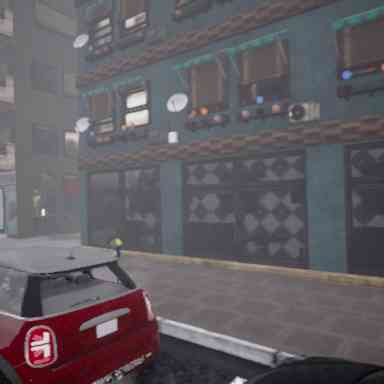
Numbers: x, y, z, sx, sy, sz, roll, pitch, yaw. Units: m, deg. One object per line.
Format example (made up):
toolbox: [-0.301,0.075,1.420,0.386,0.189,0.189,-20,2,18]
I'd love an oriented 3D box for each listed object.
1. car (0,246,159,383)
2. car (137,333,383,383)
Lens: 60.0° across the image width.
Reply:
car: [-2.481,1.489,4.662,4.097,1.590,1.967,-1,-1,36]
car: [2.015,1.557,1.453,4.313,1.339,1.947,-1,-1,36]
